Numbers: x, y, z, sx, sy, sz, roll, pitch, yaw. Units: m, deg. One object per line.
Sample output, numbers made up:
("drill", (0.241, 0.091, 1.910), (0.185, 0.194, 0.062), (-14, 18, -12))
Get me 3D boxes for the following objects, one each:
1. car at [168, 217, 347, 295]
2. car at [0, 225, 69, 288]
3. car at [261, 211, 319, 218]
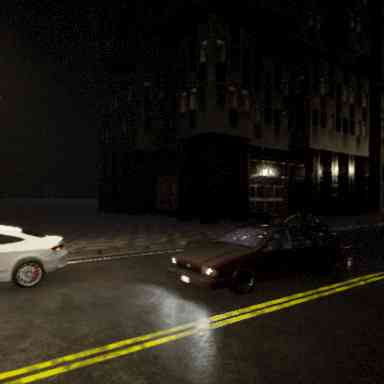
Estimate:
("car", (2.033, 1.612, 9.077), (5.357, 1.411, 2.033), (1, 0, -35))
("car", (-5.373, 1.527, 7.784), (4.674, 1.442, 1.812), (1, 0, -35))
("car", (3.951, 1.614, 14.388), (4.892, 1.490, 1.837), (1, -1, -35))
